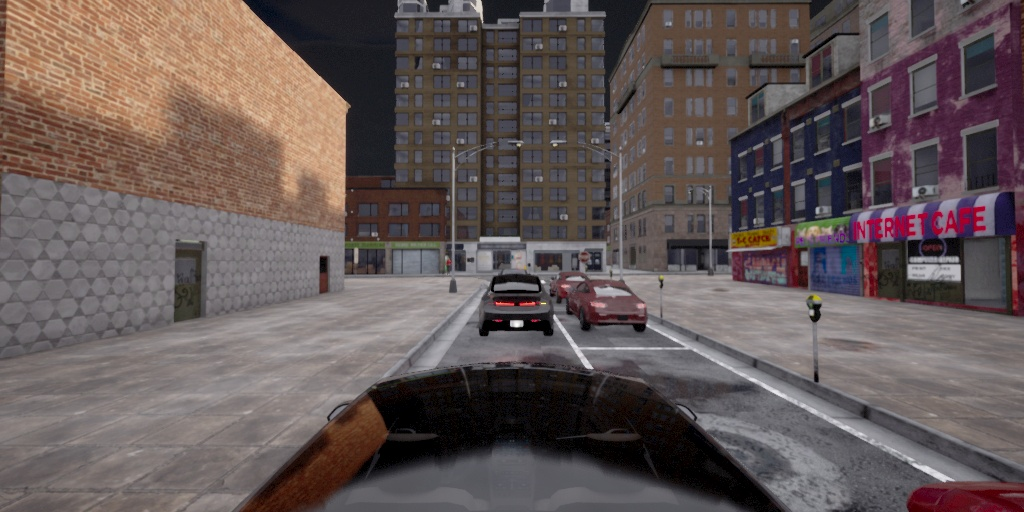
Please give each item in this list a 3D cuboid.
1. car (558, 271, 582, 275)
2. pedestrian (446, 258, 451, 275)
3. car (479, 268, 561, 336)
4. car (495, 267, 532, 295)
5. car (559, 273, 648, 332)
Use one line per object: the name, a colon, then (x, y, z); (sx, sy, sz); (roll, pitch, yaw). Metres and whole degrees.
car: (2.662, 1.339, 16.110); (1.802, 1.307, 4.207); (0, 0, 0)
pedestrian: (-6.763, 1.058, 38.209); (0.375, 1.860, 0.375); (0, -1, 0)
car: (0.104, 1.259, 10.388); (1.837, 1.490, 4.892); (0, 0, 0)
car: (0.136, 1.362, 20.880); (1.895, 1.301, 4.718); (0, 0, 1)
car: (2.653, 1.336, 10.671); (1.802, 1.307, 4.207); (0, 0, 0)
